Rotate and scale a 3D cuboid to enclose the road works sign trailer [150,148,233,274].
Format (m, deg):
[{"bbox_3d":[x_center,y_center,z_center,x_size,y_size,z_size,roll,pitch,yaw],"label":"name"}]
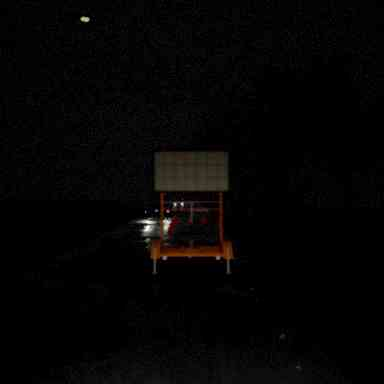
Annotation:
[{"bbox_3d":[-0.011,0.423,10.410,2.380,3.560,2.880,0,0,0],"label":"road works sign trailer"}]

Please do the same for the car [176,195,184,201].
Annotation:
[{"bbox_3d":[-2.690,1.513,69.976,1.837,1.490,4.892,0,0,0],"label":"car"}]

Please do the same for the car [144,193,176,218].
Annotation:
[{"bbox_3d":[-2.825,1.134,29.170,2.150,2.045,5.566,0,0,0],"label":"car"}]
